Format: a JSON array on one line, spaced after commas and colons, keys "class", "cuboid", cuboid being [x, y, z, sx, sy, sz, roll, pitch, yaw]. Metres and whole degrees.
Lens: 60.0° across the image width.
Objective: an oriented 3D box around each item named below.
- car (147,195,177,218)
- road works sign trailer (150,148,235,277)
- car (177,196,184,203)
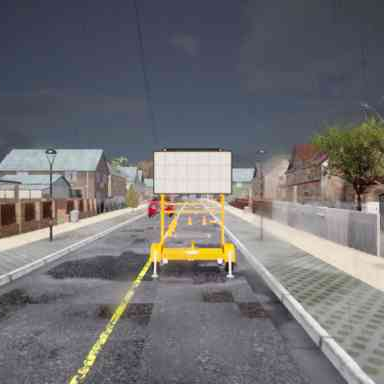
[{"class": "car", "cuboid": [-2.819, 1.267, 31.193, 2.150, 2.045, 5.566, 0, 0, 0]}, {"class": "road works sign trailer", "cuboid": [0.023, 0.471, 10.208, 2.380, 3.560, 2.880, 0, 0, 0]}, {"class": "car", "cuboid": [-2.686, 1.531, 66.242, 2.097, 1.767, 4.553, 0, 0, 0]}]
